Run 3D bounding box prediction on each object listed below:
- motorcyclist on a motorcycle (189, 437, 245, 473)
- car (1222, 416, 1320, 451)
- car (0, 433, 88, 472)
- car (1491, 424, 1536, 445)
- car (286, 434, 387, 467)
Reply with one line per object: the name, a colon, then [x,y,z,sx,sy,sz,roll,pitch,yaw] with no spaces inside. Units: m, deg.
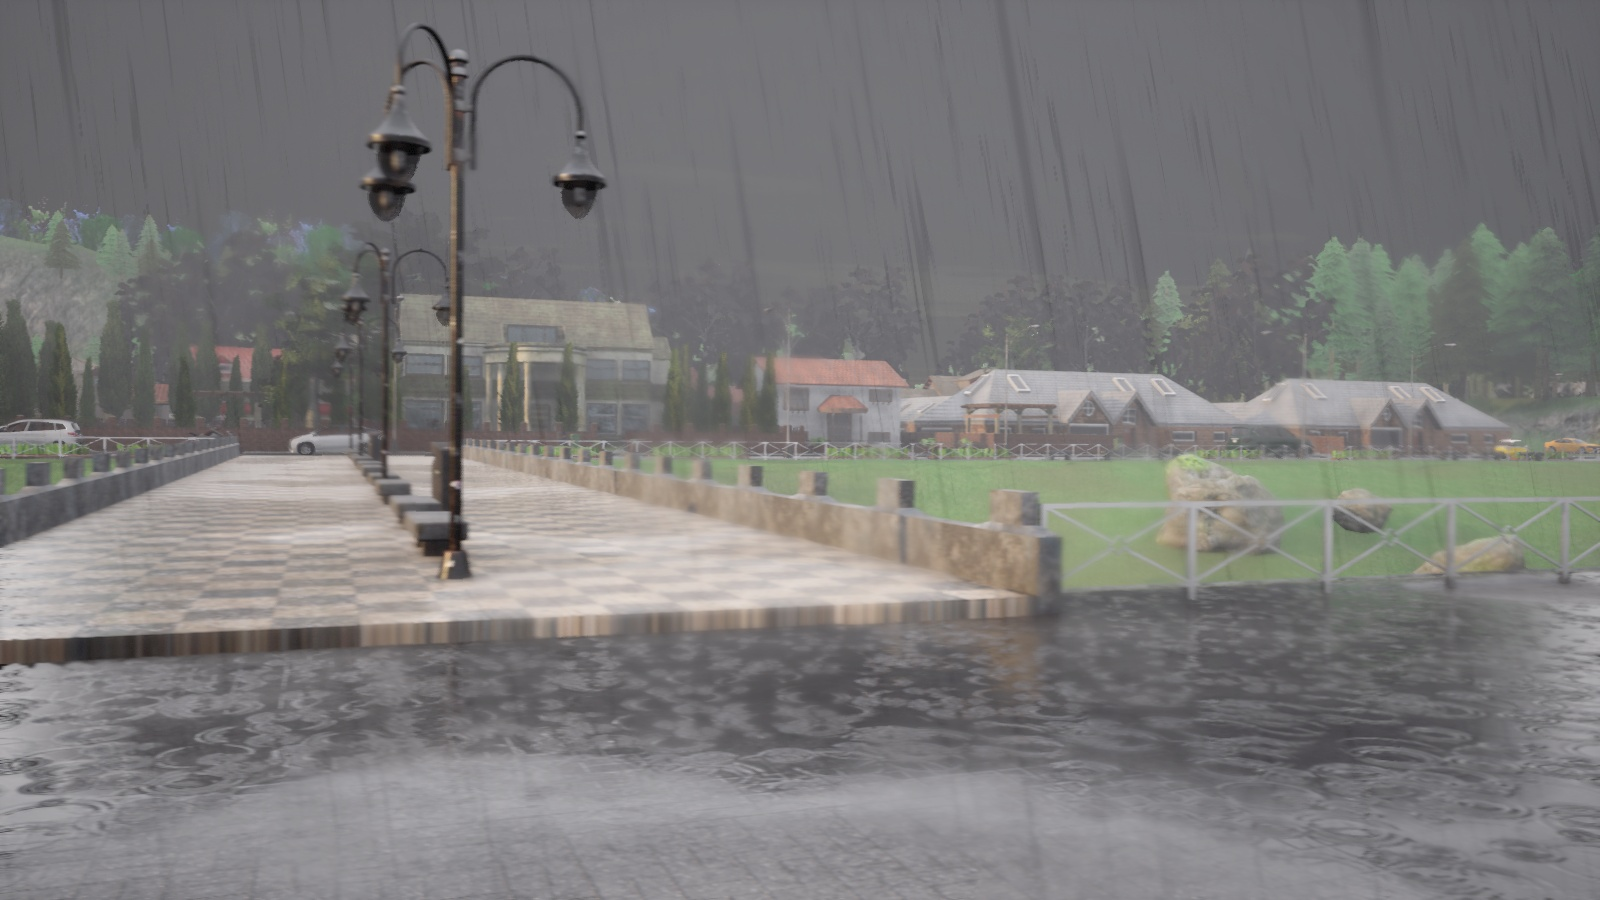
motorcyclist on a motorcycle: [-25.825,0.207,55.665,2.191,1.530,0.866,-1,1,-21]
car: [28.642,-1.035,76.327,5.566,2.045,2.150,-1,1,-21]
car: [-34.882,0.100,56.505,4.611,1.667,2.242,-1,1,-21]
car: [47.407,-1.018,83.450,2.207,1.376,1.481,-1,1,-21]
car: [-22.552,-0.007,61.185,4.514,1.525,2.007,-1,1,-21]
